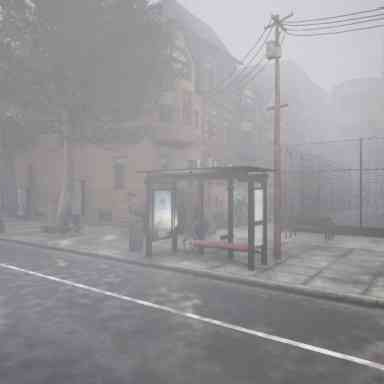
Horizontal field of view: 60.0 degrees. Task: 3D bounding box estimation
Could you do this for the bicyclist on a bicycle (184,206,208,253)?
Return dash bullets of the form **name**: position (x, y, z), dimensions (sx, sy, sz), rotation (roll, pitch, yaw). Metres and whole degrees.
- **bicyclist on a bicycle**: position (0.236, 1.338, 11.906), dimensions (0.582, 1.620, 1.656), rotation (2, -2, 36)
